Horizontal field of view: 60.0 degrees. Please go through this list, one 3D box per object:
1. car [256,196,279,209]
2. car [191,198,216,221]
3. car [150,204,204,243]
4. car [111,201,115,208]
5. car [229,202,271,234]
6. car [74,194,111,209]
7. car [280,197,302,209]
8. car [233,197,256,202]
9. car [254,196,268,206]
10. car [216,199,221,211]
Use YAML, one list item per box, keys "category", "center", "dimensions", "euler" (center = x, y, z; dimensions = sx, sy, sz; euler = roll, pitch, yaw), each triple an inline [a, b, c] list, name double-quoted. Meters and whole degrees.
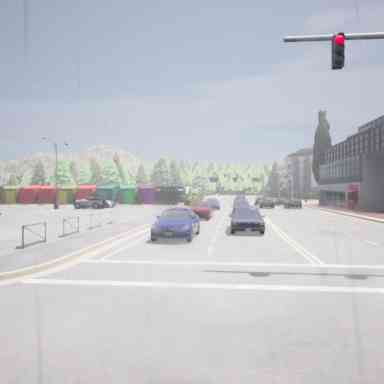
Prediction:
- category: "car"
  center: [10.335, 1.491, 46.053]
  dimensions: [2.128, 1.511, 4.902]
  euler: [0, 0, 8]
- category: "car"
  center: [0.652, 1.478, 27.277]
  dimensions: [1.882, 1.535, 5.008]
  euler: [0, 0, 7]
- category: "car"
  center: [-0.683, 1.526, 16.453]
  dimensions: [1.812, 1.442, 4.674]
  euler: [0, 0, 8]
- category: "car"
  center: [-12.113, 1.395, 43.675]
  dimensions: [3.806, 1.475, 1.970]
  euler: [0, 0, 6]
- category: "car"
  center: [3.173, 1.547, 19.456]
  dimensions: [2.033, 1.411, 5.357]
  euler: [0, 0, 7]
- category: "car"
  center: [-12.428, 1.156, 40.797]
  dimensions: [3.866, 1.878, 1.905]
  euler: [0, 0, 6]
- category: "car"
  center: [13.793, 1.491, 45.502]
  dimensions: [2.128, 1.511, 4.902]
  euler: [0, 0, 8]
- category: "car"
  center: [4.876, 1.548, 32.554]
  dimensions: [2.033, 1.411, 5.357]
  euler: [0, 0, 8]
- category: "car"
  center: [11.600, 1.505, 56.080]
  dimensions: [1.837, 1.490, 4.892]
  euler: [0, 0, 7]
- category: "car"
  center: [2.542, 1.527, 41.475]
  dimensions: [1.812, 1.442, 4.674]
  euler: [0, 1, 7]
